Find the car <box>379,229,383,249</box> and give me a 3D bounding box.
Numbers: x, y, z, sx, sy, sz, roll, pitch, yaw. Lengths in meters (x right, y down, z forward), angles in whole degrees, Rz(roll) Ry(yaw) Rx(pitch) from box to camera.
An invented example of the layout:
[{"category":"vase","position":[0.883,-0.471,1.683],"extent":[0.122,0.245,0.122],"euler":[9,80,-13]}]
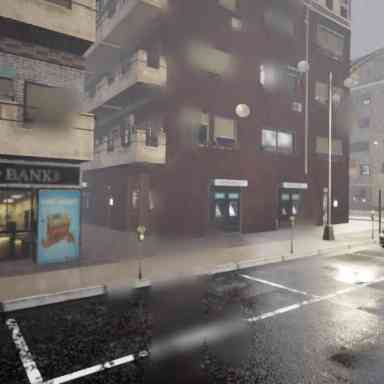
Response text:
[{"category":"car","position":[9.059,1.551,13.091],"extent":[4.403,1.369,2.008],"euler":[0,1,-35]}]
